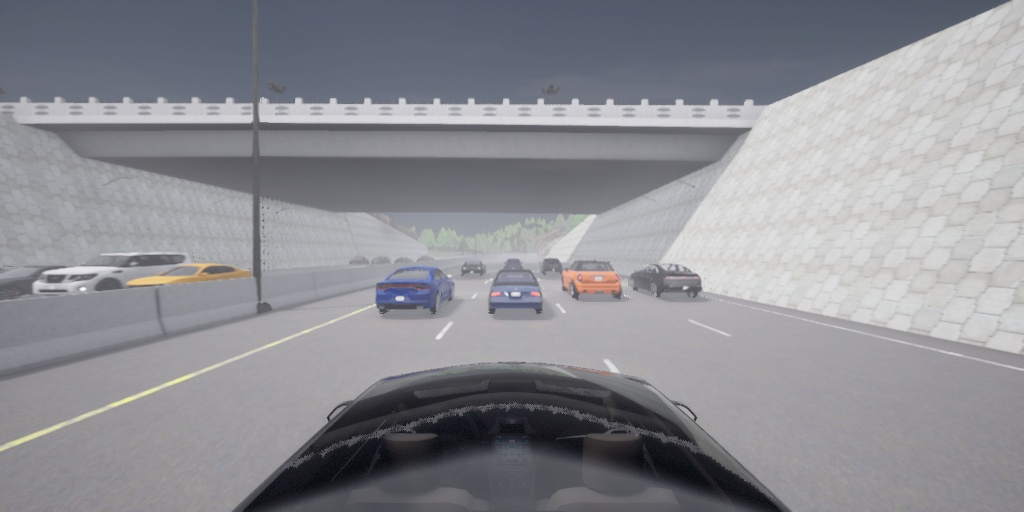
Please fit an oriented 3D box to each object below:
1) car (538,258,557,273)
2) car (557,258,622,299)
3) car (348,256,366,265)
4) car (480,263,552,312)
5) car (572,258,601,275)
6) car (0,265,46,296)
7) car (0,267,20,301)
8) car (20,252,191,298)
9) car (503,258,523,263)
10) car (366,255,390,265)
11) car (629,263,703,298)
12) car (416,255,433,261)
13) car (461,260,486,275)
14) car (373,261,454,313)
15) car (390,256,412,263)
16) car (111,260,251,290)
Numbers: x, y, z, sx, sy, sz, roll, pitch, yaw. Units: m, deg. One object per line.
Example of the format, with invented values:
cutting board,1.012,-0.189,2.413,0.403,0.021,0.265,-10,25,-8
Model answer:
car,3.644,0.927,33.881,1.837,1.490,4.892,0,1,0
car,3.621,0.945,17.100,2.097,1.767,4.553,0,1,0
car,-24.483,0.704,57.610,1.812,1.442,4.674,0,1,1
car,0.116,1.179,13.399,2.033,1.411,5.357,0,1,0
car,7.132,0.941,34.593,1.812,1.442,4.674,0,1,0
car,-24.579,1.166,16.060,1.994,1.385,4.181,0,1,0
car,-21.080,1.129,15.953,1.812,1.442,4.674,0,1,0
car,-17.581,0.820,16.459,2.150,2.045,5.566,0,1,0
car,0.132,0.940,34.607,1.812,1.442,4.674,0,1,0
car,-20.987,0.670,57.617,2.128,1.511,4.902,0,1,1
car,7.121,1.085,17.126,2.128,1.511,4.902,0,1,0
car,-13.995,0.656,57.635,1.882,1.535,5.008,0,1,1
car,-3.358,1.039,32.295,1.895,1.301,4.718,0,1,0
car,-3.386,1.109,13.320,1.882,1.535,5.008,0,1,0
car,-17.492,0.741,57.720,1.994,1.385,4.181,0,1,1
car,-14.081,1.081,16.017,1.882,1.535,5.008,0,1,0
